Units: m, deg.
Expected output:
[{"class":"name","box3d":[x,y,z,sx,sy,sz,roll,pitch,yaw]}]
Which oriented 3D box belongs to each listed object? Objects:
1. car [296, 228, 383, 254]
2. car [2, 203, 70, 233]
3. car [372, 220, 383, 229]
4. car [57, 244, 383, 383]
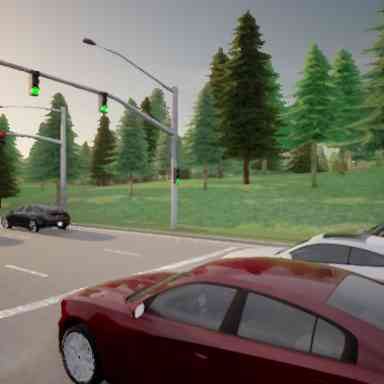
[{"class":"car","box3d":[2.678,1.519,6.381,4.674,1.442,1.812,0,0,36]},{"class":"car","box3d":[-8.933,1.416,18.962,4.892,1.490,1.837,0,0,36]},{"class":"car","box3d":[5.579,1.351,8.612,4.553,1.767,2.097,0,0,36]},{"class":"car","box3d":[0.558,1.470,3.595,5.008,1.535,1.882,0,0,35]}]
